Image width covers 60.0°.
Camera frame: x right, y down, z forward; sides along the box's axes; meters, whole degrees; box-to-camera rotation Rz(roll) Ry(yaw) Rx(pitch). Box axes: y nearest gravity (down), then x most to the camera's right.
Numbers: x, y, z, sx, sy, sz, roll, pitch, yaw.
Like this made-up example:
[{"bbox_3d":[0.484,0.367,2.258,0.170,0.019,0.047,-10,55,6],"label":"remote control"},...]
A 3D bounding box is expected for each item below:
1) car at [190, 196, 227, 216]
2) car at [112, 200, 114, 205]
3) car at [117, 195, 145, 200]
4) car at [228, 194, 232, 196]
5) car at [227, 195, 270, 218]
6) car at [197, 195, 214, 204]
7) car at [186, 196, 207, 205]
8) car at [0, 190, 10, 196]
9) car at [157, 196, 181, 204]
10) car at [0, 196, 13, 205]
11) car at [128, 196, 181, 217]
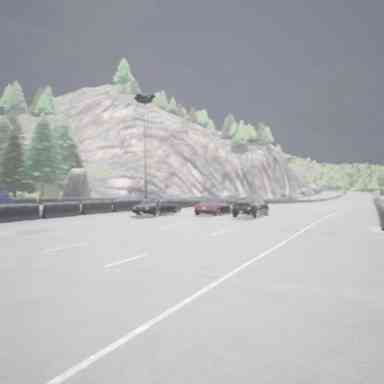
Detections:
[{"bbox_3d":[1.887,1.248,28.226,1.994,1.385,4.181,0,0,29],"label":"car"},{"bbox_3d":[-8.719,1.254,45.733,2.033,1.411,5.357,0,-1,29],"label":"car"},{"bbox_3d":[-6.962,1.169,41.639,1.882,1.535,5.008,0,-1,29],"label":"car"},{"bbox_3d":[8.441,1.530,69.716,2.150,2.045,5.566,0,-1,29],"label":"car"},{"bbox_3d":[4.694,1.204,26.060,1.837,1.490,4.892,0,0,29],"label":"car"},{"bbox_3d":[3.024,1.648,74.408,2.097,1.767,4.553,0,-1,29],"label":"car"},{"bbox_3d":[0.845,1.596,63.099,1.837,1.490,4.892,0,-1,29],"label":"car"},{"bbox_3d":[-18.241,0.882,28.282,2.150,2.045,5.566,0,1,29],"label":"car"},{"bbox_3d":[-4.144,1.475,61.331,2.128,1.511,4.902,0,-1,29],"label":"car"},{"bbox_3d":[-15.681,1.251,25.666,1.994,1.385,4.181,0,1,29],"label":"car"},{"bbox_3d":[-2.763,1.268,27.009,1.895,1.301,4.718,0,0,29],"label":"car"}]
